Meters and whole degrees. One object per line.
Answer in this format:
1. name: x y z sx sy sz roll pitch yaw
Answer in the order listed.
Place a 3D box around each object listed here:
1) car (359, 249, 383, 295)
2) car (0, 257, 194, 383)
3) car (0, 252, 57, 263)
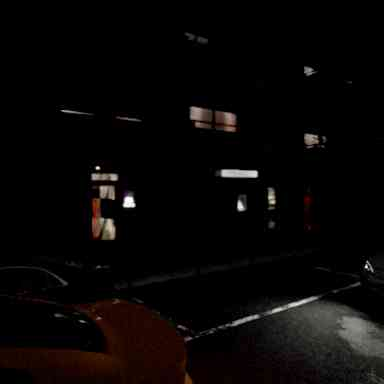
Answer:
1. car: 5.624 1.461 7.381 4.674 1.442 1.812 -1 0 -35
2. car: -2.311 1.486 1.731 5.008 1.535 1.882 0 0 -36
3. car: -3.153 1.553 4.316 4.403 1.369 2.008 -1 0 -35
